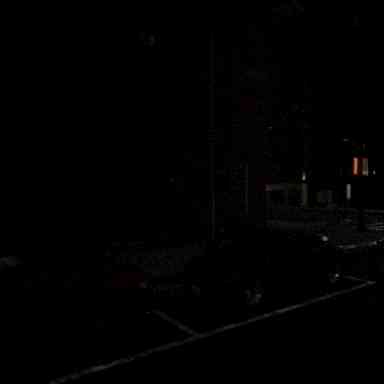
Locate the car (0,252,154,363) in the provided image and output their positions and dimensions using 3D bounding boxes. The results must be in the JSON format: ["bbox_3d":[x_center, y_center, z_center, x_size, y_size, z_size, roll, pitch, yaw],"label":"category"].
[{"bbox_3d":[-2.564,1.583,4.706,4.206,1.307,1.802,0,0,-36],"label":"car"}]

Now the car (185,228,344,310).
[{"bbox_3d":[1.873,1.579,7.874,4.313,1.339,1.947,0,0,-36],"label":"car"}]
